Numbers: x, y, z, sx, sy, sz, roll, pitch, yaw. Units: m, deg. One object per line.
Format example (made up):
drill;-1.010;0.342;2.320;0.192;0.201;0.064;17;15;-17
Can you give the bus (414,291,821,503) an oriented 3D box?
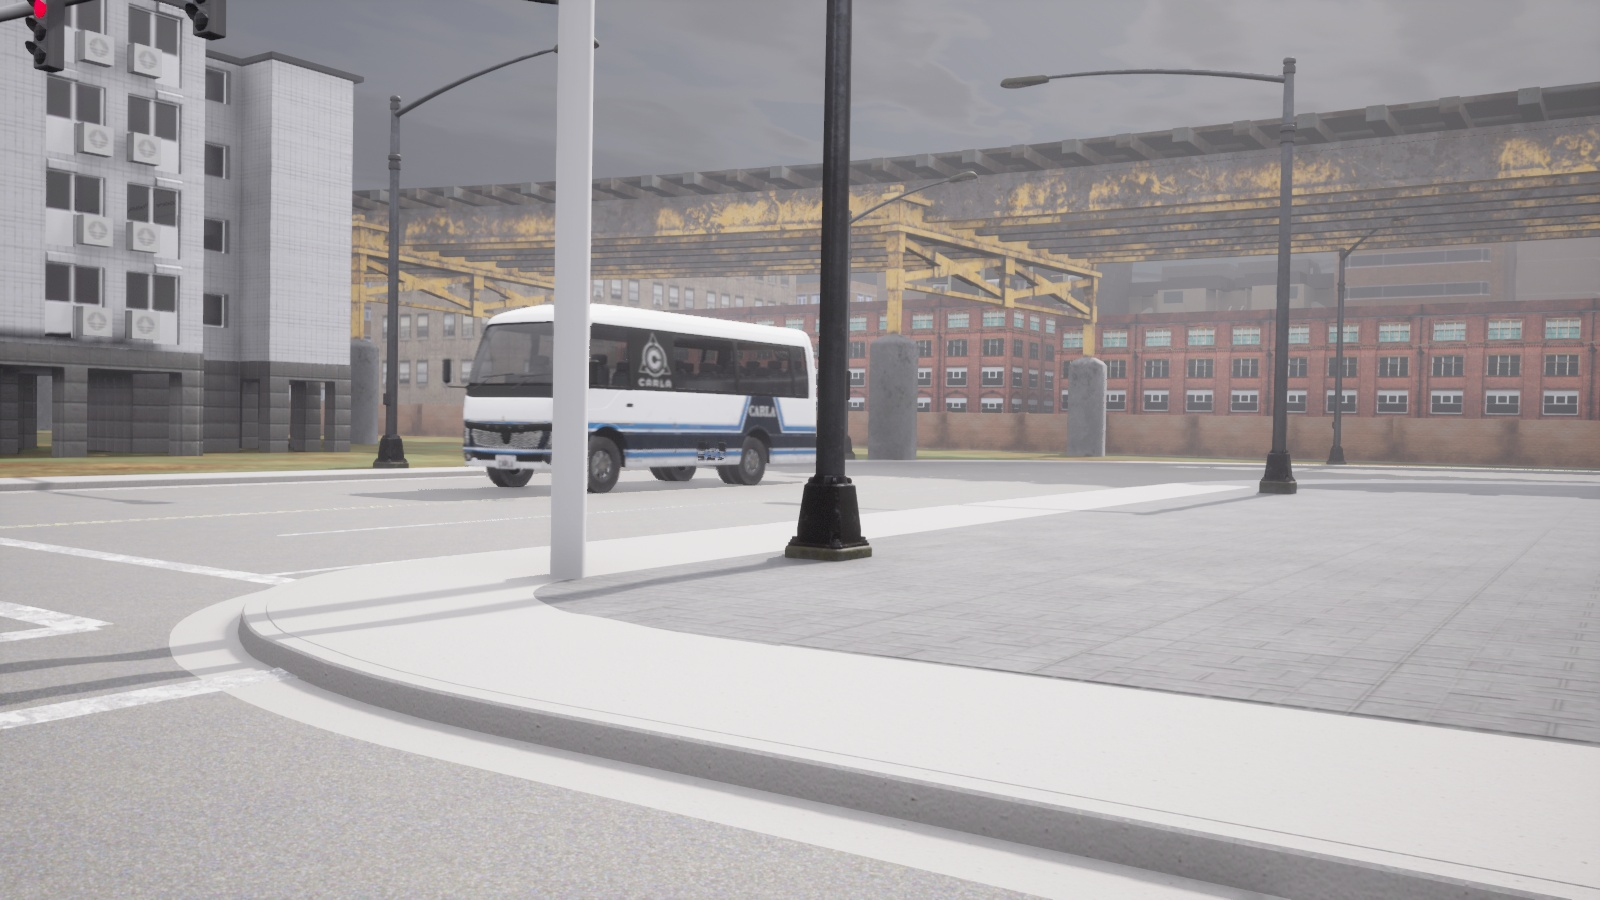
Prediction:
bus;-3.906;-1.164;30.486;3.944;4.253;10.273;1;1;34
